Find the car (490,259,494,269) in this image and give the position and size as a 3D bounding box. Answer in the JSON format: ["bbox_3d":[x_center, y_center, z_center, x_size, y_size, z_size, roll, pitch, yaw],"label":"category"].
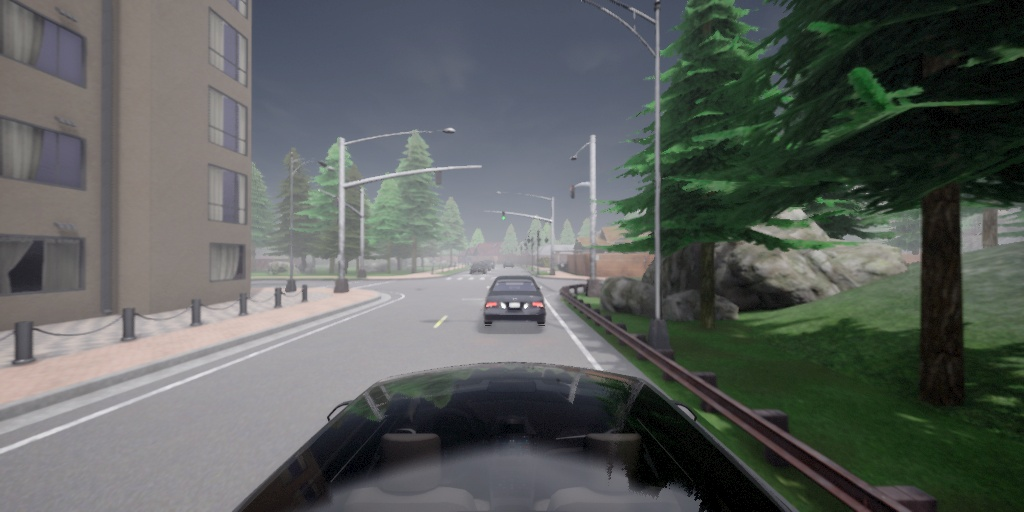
[{"bbox_3d":[-4.104,1.472,52.901,1.837,1.490,4.892,0,0,0],"label":"car"}]

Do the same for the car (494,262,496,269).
[{"bbox_3d":[-4.148,1.366,62.592,2.097,1.767,4.553,0,0,0],"label":"car"}]

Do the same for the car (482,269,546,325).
[{"bbox_3d":[0.081,1.347,11.958,2.033,1.411,5.357,0,0,0],"label":"car"}]

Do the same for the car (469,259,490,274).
[{"bbox_3d":[-4.041,1.426,43.435,1.837,1.490,4.892,0,0,0],"label":"car"}]
